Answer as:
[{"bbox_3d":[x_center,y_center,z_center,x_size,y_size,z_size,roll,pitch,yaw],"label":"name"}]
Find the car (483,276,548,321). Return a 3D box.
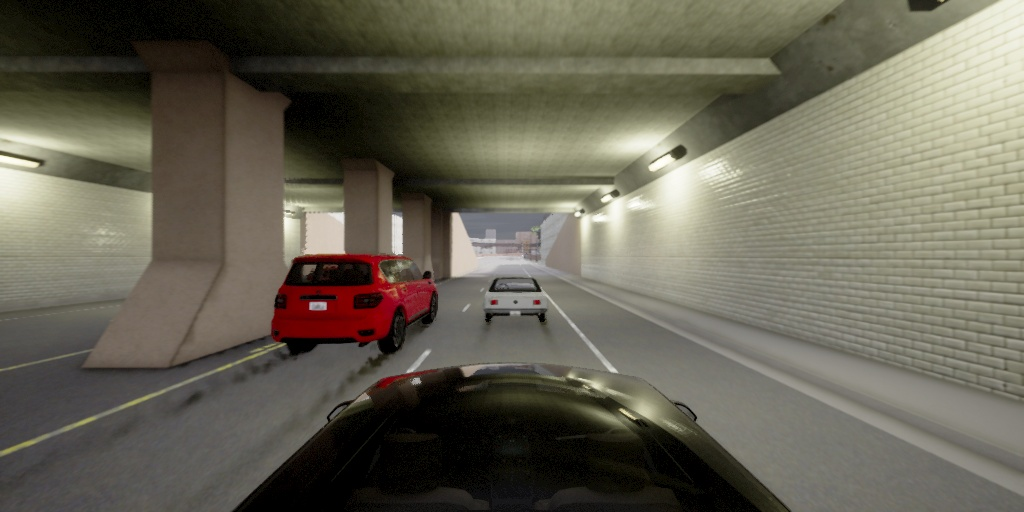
[{"bbox_3d":[0.100,1.350,12.423,1.895,1.301,4.718,0,0,0],"label":"car"}]

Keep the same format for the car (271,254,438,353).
[{"bbox_3d":[-3.401,0.971,8.970,2.150,2.045,5.566,0,0,0],"label":"car"}]
